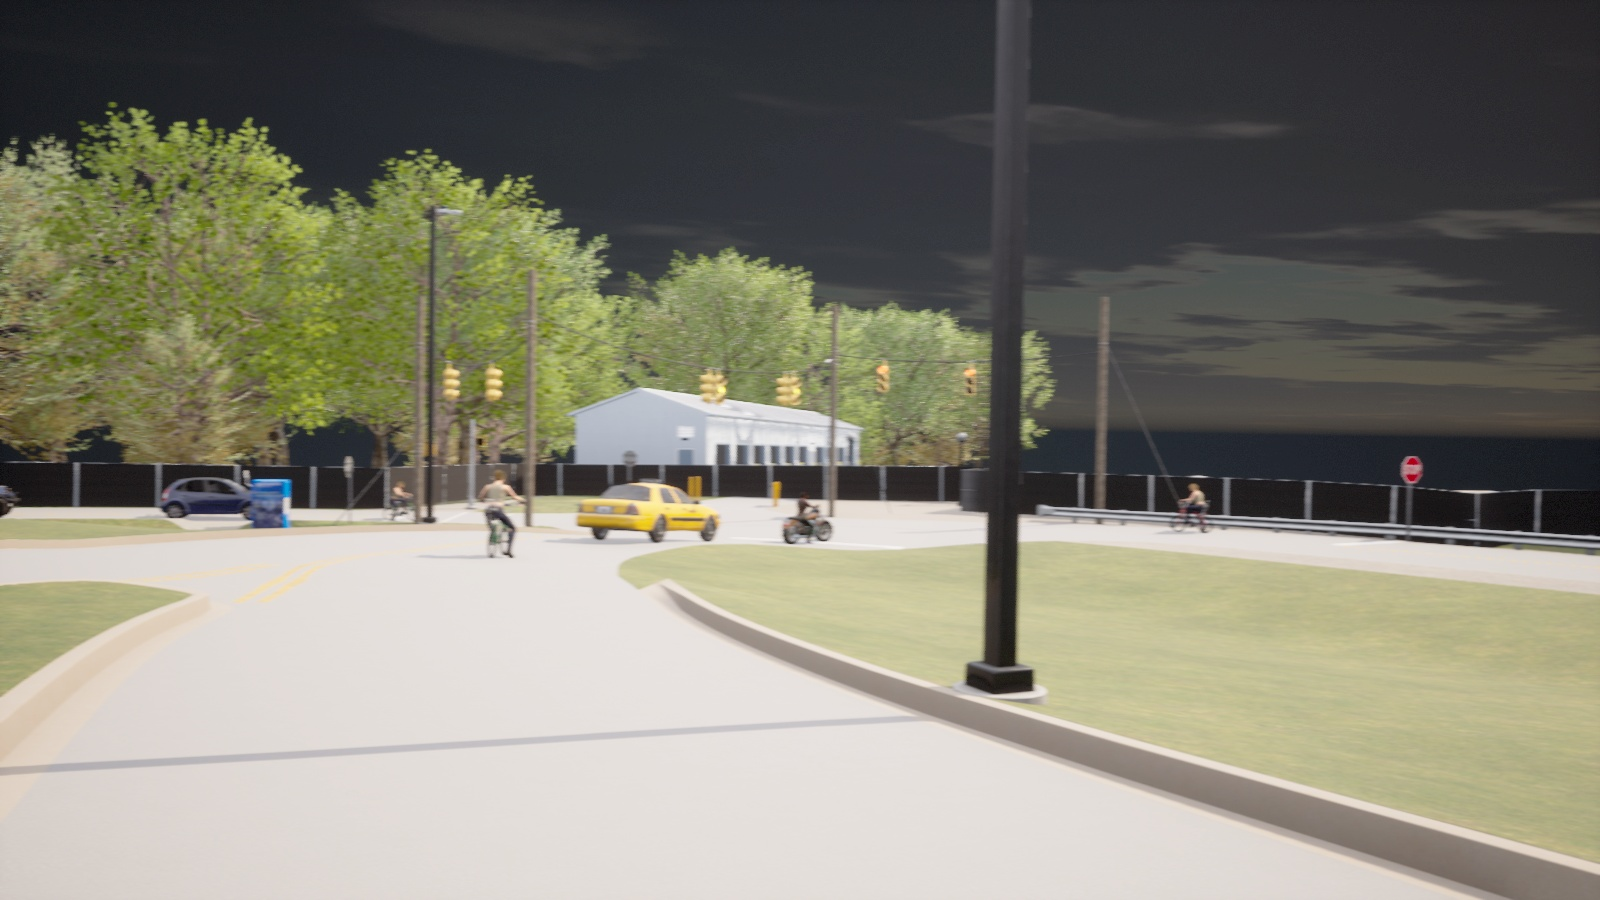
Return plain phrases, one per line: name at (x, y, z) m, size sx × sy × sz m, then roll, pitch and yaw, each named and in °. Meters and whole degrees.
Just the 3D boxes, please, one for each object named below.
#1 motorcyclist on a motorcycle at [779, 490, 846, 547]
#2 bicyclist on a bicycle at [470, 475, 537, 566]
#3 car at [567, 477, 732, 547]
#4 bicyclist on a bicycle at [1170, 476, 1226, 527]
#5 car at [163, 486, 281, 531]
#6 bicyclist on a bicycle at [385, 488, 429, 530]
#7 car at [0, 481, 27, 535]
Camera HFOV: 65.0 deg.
motorcyclist on a motorcycle at (0.396, 2.079, 38.624) m, size 0.766 × 1.649 × 2.350 m, roll 1°, pitch 0°, yaw 38°
bicyclist on a bicycle at (-5.453, 1.281, 23.190) m, size 0.866 × 1.612 × 1.509 m, roll 0°, pitch -2°, yaw 0°
car at (-3.643, 1.568, 31.665) m, size 1.801 × 1.575 × 5.366 m, roll 0°, pitch -3°, yaw 21°
bicyclist on a bicycle at (13.019, 1.684, 41.105) m, size 0.866 × 1.612 × 1.509 m, roll -1°, pitch 0°, yaw -44°
car at (-22.600, 2.274, 49.256) m, size 3.988 × 1.617 × 1.851 m, roll 0°, pitch 1°, yaw -16°
bicyclist on a bicycle at (-15.773, 2.359, 50.427) m, size 1.509 × 1.612 × 0.866 m, roll 1°, pitch 1°, yaw -2°
car at (-30.908, 2.140, 46.321) m, size 3.866 × 1.878 × 1.905 m, roll 0°, pitch 1°, yaw -25°
